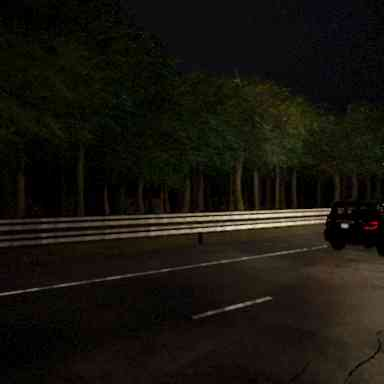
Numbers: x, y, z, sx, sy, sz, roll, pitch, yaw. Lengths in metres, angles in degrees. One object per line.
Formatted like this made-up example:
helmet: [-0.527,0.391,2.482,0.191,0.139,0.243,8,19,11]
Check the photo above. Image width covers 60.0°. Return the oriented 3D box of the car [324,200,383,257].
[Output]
car: [7.765,1.350,13.710,5.566,2.045,2.150,0,0,-35]
